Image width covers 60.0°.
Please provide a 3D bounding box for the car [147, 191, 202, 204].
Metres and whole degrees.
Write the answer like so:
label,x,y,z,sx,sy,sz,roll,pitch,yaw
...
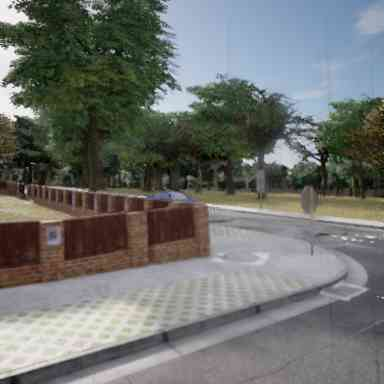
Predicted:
label,x,y,z,sx,sy,sz,roll,pitch,yaw
car,-1.314,0.726,23.271,1.882,1.535,5.008,-1,3,-38
